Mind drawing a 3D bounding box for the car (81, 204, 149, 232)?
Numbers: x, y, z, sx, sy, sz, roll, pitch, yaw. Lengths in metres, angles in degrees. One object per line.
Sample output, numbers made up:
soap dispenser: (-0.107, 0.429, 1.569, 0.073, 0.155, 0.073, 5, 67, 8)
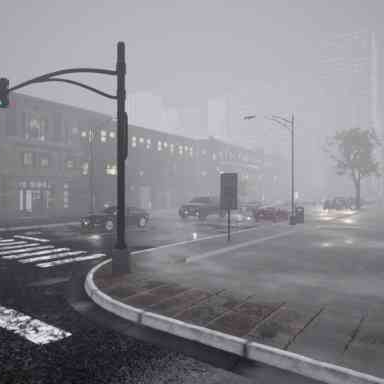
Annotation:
car: (-4.763, 1.578, 21.188, 1.837, 1.490, 4.892, 0, 0, 34)

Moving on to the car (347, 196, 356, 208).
car: (22.395, 1.581, 49.668, 2.192, 1.841, 5.009, 0, -1, 35)

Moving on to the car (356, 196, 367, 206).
car: (28.759, 1.642, 58.704, 2.192, 1.841, 5.009, 0, -1, 35)

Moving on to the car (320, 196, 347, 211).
car: (19.214, 1.676, 45.149, 1.967, 1.590, 4.097, 0, -1, 35)

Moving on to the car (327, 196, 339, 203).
car: (34.633, 1.893, 81.599, 1.967, 1.590, 4.097, 0, -1, 35)

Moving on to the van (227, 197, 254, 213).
van: (5.998, 1.518, 40.938, 1.690, 1.788, 3.998, 0, 0, 35)

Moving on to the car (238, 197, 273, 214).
car: (7.036, 1.660, 37.881, 2.128, 1.511, 4.902, 0, 0, 35)

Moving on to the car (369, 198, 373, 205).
car: (35.122, 1.972, 67.737, 1.802, 1.307, 4.206, 0, -1, 35)

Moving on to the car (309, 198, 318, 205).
car: (21.907, 1.876, 63.527, 2.008, 1.369, 4.403, 0, -1, 35)

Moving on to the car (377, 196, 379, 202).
car: (41.485, 2.037, 76.774, 1.802, 1.307, 4.206, 0, -1, 35)

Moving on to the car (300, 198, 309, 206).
car: (18.725, 1.846, 59.009, 2.008, 1.369, 4.403, 0, -1, 35)

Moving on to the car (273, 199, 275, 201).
car: (9.180, 1.756, 45.454, 2.008, 1.369, 4.403, 0, 0, 35)

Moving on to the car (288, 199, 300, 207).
car: (15.543, 1.815, 54.491, 2.008, 1.369, 4.403, 0, -1, 35)

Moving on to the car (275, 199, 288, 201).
car: (12.264, 1.759, 49.833, 1.752, 1.417, 4.829, 0, -1, 35)

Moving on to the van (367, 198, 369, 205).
van: (31.940, 1.699, 63.222, 1.690, 1.788, 3.998, 0, -1, 35)

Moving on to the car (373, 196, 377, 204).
car: (38.402, 1.948, 72.396, 1.752, 1.417, 4.829, 0, -1, 35)

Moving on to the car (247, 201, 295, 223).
car: (6.531, 1.670, 27.047, 1.887, 1.381, 4.507, 0, 0, 35)

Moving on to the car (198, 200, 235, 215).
car: (2.719, 1.674, 36.279, 1.752, 1.417, 4.829, 0, 0, 35)

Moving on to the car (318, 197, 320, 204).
car: (28.270, 1.828, 72.563, 1.967, 1.590, 4.097, 0, -1, 35)

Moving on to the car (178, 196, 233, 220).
car: (1.124, 1.340, 29.507, 2.150, 2.045, 5.566, 0, 0, 35)
